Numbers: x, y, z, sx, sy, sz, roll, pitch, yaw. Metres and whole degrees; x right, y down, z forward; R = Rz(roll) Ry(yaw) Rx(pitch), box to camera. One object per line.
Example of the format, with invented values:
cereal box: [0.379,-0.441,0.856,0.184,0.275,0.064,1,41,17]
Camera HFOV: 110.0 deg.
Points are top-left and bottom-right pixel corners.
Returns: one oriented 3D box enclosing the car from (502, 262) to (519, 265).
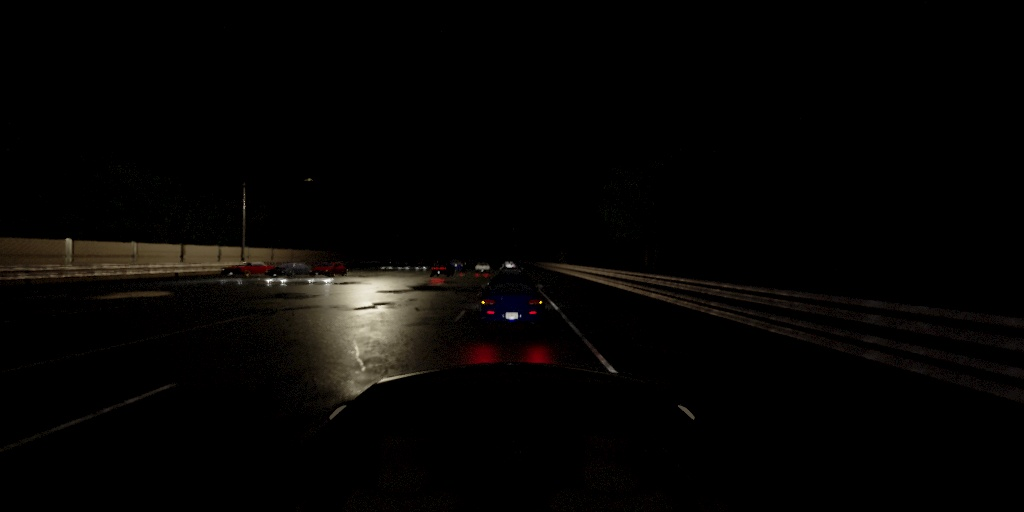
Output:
car: [-0.041,1.373,30.228,2.128,1.511,4.902,0,0,0]

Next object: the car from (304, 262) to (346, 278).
car: [-17.642,1.334,34.606,1.812,1.442,4.674,0,0,-2]

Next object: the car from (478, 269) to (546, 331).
car: [-0.006,1.301,11.048,1.812,1.442,4.674,0,0,0]

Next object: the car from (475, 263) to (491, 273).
car: [-3.868,1.588,48.578,1.895,1.301,4.718,0,0,-1]

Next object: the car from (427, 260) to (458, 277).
car: [-7.141,1.392,37.220,1.837,1.490,4.892,0,-1,-1]

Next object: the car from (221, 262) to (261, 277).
car: [-24.644,1.232,33.598,1.895,1.301,4.718,-1,0,-2]

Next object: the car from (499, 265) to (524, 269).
car: [-0.053,1.429,21.415,1.895,1.301,4.718,0,0,0]

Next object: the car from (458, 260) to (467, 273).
car: [-7.382,1.323,49.068,2.097,1.767,4.553,0,0,-1]

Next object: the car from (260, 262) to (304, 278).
car: [-21.142,1.335,34.504,2.033,1.411,5.357,0,0,-2]
